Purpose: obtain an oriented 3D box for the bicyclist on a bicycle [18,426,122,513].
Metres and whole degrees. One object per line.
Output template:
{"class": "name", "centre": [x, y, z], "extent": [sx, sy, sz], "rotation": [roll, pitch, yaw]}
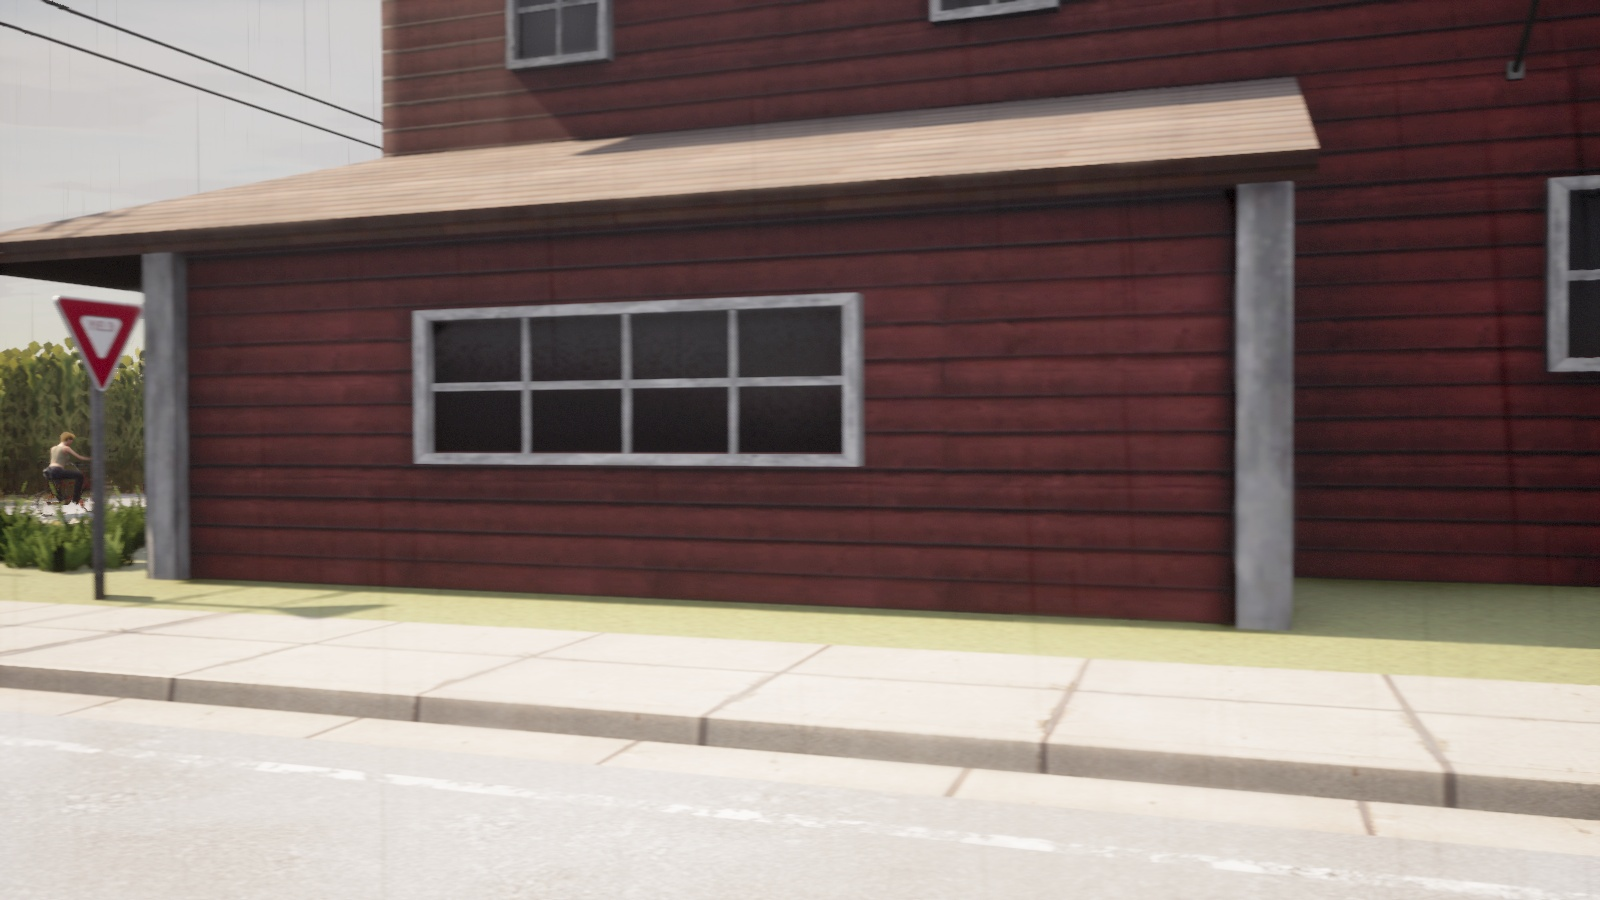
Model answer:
{"class": "bicyclist on a bicycle", "centre": [-13.994, 0.351, 24.115], "extent": [0.866, 1.612, 1.509], "rotation": [1, 1, 19]}
